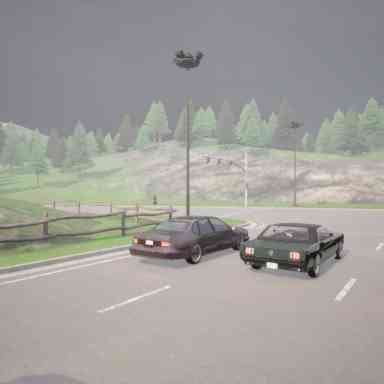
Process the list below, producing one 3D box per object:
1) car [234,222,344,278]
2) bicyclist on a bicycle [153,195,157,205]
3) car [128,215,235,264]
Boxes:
[{"bbox_3d":[3.342,1.601,10.338,1.895,1.301,4.718,0,0,35],"label":"car"},{"bbox_3d":[-5.794,1.302,51.935,0.582,1.620,1.656,0,0,14],"label":"bicyclist on a bicycle"},{"bbox_3d":[0.174,1.547,11.918,2.033,1.411,5.357,0,0,35],"label":"car"}]
